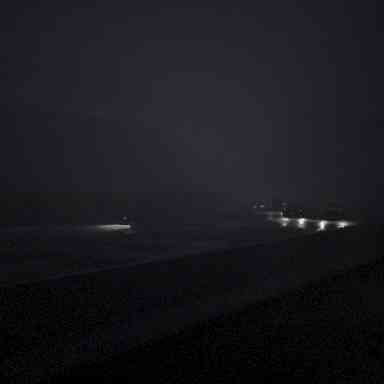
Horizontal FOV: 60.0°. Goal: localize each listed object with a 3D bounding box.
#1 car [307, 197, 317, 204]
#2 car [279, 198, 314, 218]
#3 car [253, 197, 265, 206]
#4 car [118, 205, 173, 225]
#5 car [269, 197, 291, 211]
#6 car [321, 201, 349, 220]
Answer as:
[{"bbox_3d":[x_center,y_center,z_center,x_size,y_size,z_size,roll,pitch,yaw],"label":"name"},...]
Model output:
[{"bbox_3d":[24.691,1.660,68.932,2.033,1.411,5.357,0,0,11],"label":"car"},{"bbox_3d":[9.998,1.630,31.623,1.812,1.442,4.674,0,0,29],"label":"car"},{"bbox_3d":[12.491,1.733,61.742,1.812,1.442,4.674,0,0,12],"label":"car"},{"bbox_3d":[-3.406,1.656,24.929,1.994,1.385,4.181,0,0,41],"label":"car"},{"bbox_3d":[10.943,1.491,41.866,2.097,1.767,4.553,0,0,20],"label":"car"},{"bbox_3d":[12.655,1.571,29.273,1.882,1.535,5.008,0,0,30],"label":"car"}]
